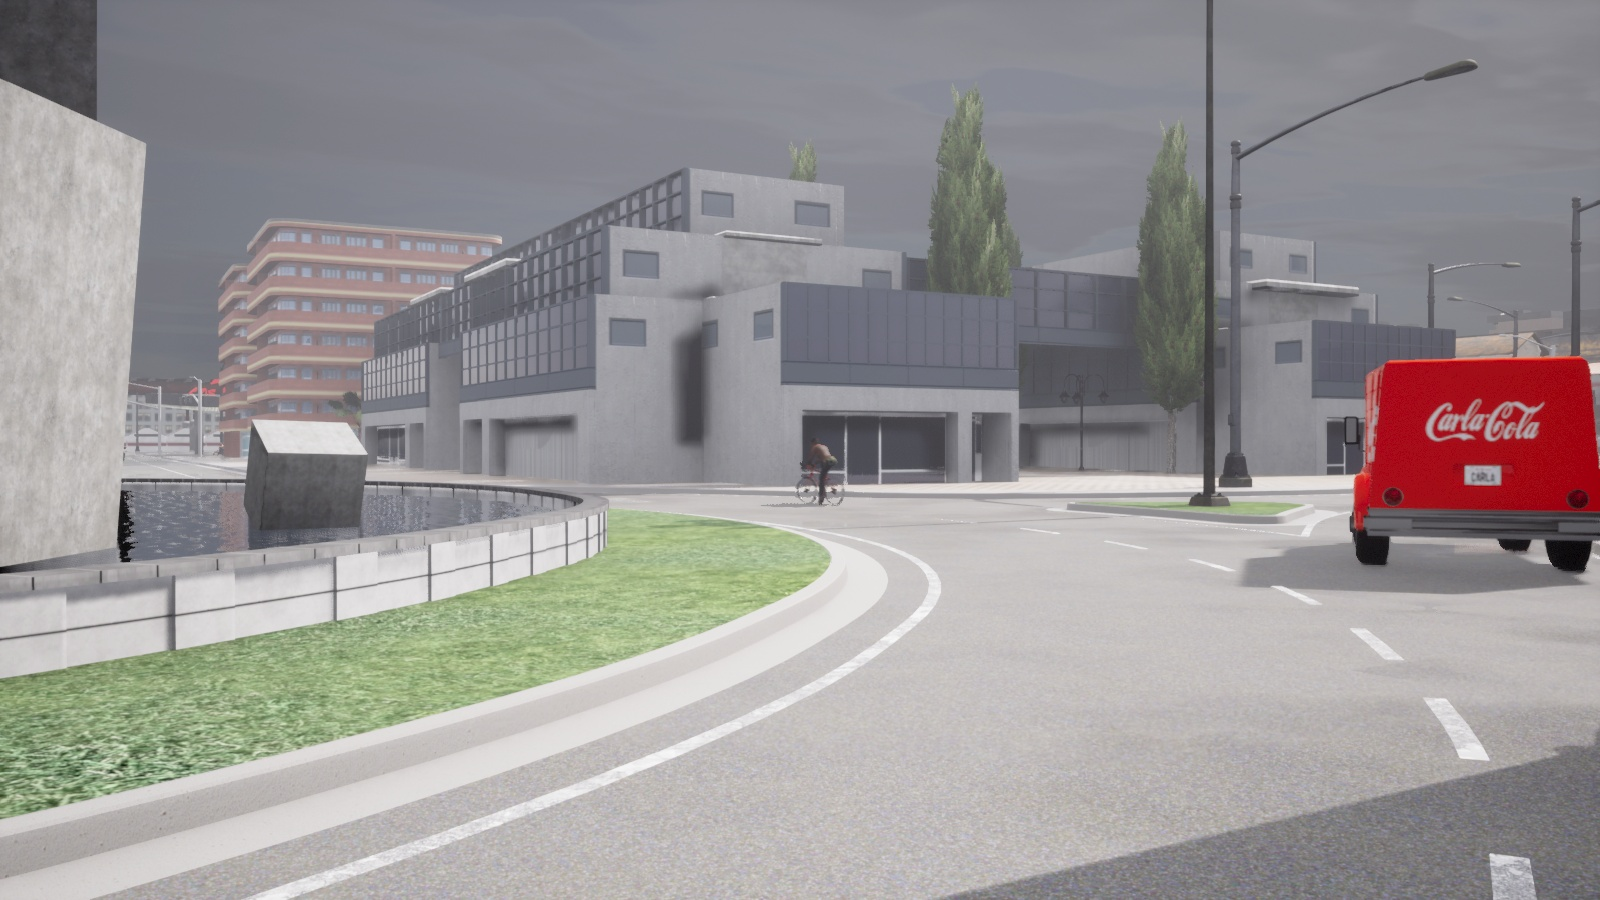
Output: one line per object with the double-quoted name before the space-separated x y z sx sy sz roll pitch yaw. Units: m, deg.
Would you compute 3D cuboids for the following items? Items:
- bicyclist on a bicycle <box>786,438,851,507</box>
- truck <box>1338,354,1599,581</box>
"bicyclist on a bicycle" 0.431 0.528 30.253 0.582 1.620 1.656 -1 1 -42
"truck" 8.561 0.174 16.426 2.627 2.467 5.204 0 0 21
